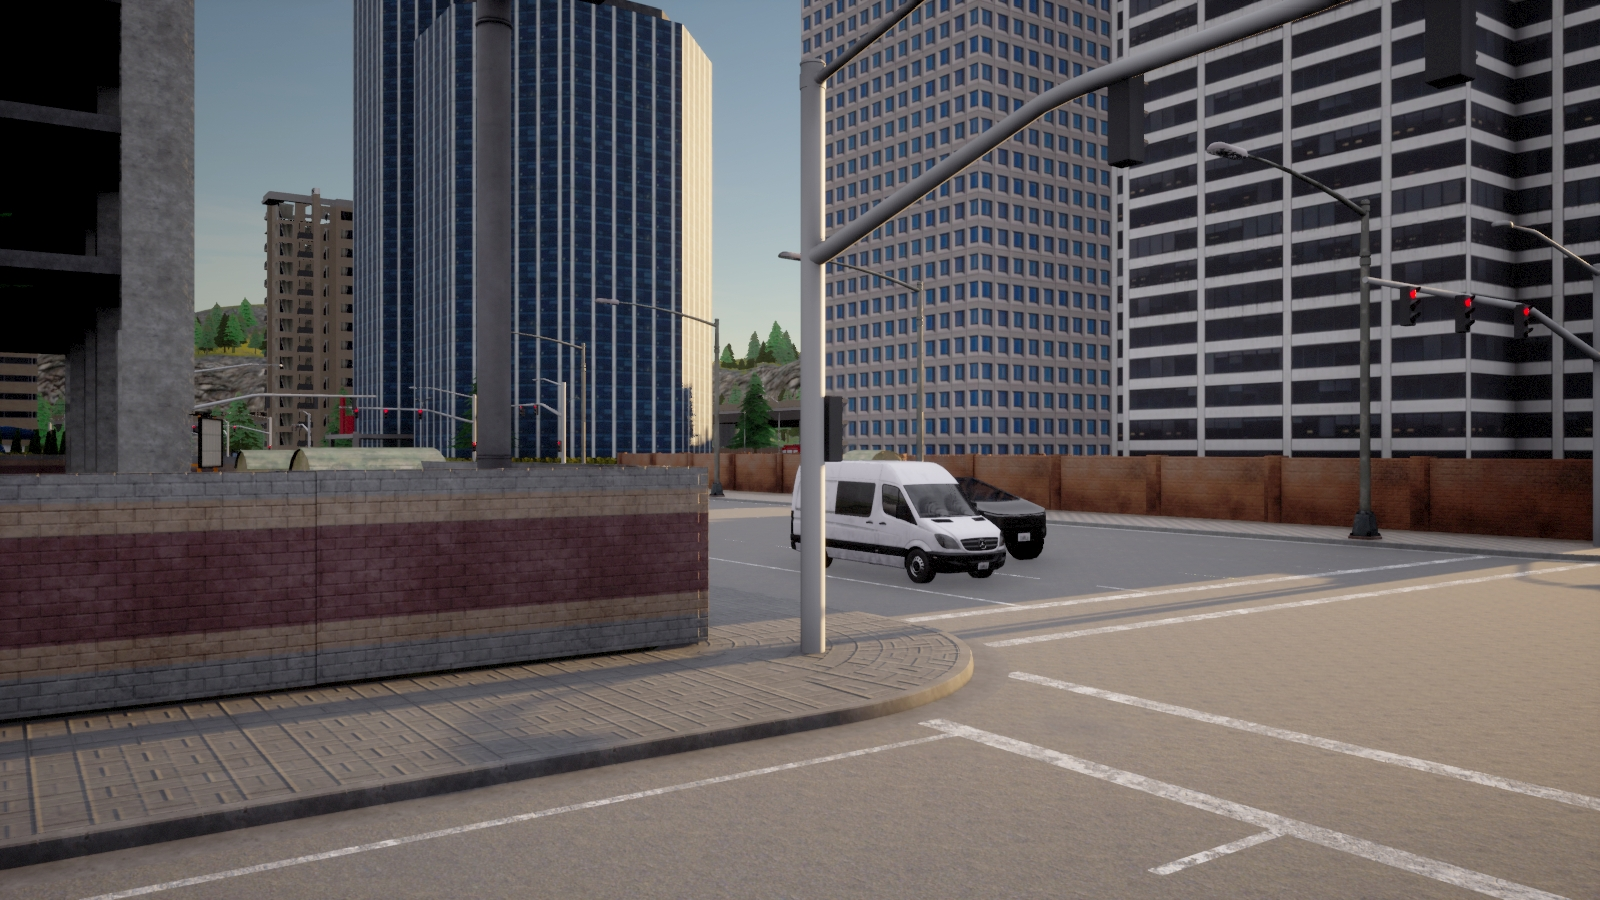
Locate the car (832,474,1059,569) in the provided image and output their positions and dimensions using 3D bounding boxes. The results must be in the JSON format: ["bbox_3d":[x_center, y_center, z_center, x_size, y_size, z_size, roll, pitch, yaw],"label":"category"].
[{"bbox_3d":[3.654,1.752,30.193,2.390,2.098,6.274,0,0,-35],"label":"car"}]

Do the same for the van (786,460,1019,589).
[{"bbox_3d":[2.162,1.533,26.216,1.988,2.561,5.915,0,0,-35],"label":"van"}]
